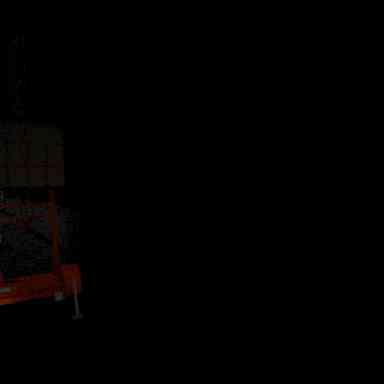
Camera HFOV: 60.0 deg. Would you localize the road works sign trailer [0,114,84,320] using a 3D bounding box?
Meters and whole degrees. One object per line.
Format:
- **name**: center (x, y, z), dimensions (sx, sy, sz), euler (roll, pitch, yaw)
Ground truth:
- **road works sign trailer**: center (-3.573, 0.379, 6.154), dimensions (2.380, 3.560, 2.880), euler (-3, 2, -33)
